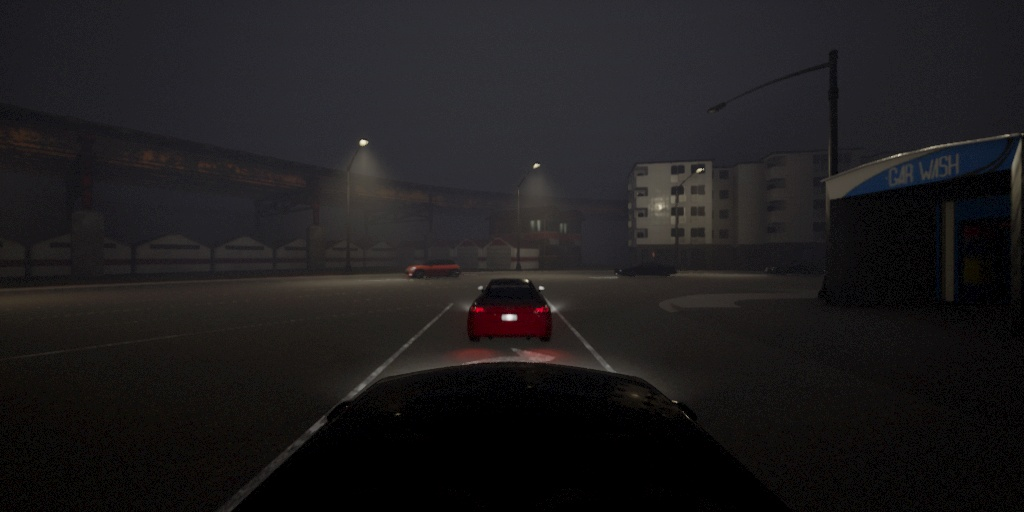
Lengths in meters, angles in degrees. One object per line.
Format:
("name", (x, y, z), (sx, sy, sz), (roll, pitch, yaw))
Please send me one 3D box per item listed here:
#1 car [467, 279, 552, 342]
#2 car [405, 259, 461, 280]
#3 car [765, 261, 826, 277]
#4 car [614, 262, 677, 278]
("car", (-0.032, 1.300, 9.788), (1.994, 1.385, 4.181), (0, 0, 1))
("car", (-6.754, 1.050, 30.590), (4.553, 1.767, 2.097), (0, 0, -29))
("car", (27.604, 1.183, 34.966), (4.902, 1.511, 2.128), (0, 0, 14))
("car", (12.162, 1.242, 32.830), (5.357, 1.411, 2.033), (0, 0, -4))
